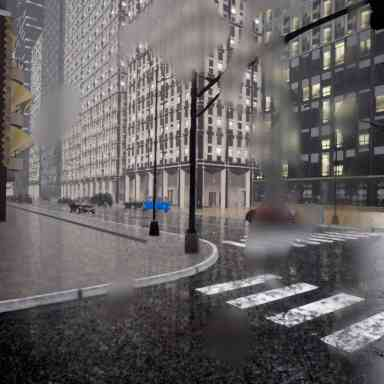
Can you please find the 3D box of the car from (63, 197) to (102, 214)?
[{"bbox_3d":[-10.904,1.427,32.890,2.008,1.369,4.403,1,-1,-35],"label":"car"}]

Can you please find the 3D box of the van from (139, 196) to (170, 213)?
[{"bbox_3d":[-4.069,1.382,37.743,1.690,1.788,3.998,1,-1,-35],"label":"van"}]

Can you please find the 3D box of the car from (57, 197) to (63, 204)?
[{"bbox_3d":[-22.599,1.522,59.346,1.994,1.385,4.181,1,-1,-35],"label":"car"}]

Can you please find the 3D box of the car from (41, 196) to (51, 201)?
[{"bbox_3d":[-36.780,1.571,83.794,1.802,1.307,4.206,1,-1,-35],"label":"car"}]

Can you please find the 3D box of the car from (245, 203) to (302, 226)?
[{"bbox_3d":[5.742,1.505,23.926,1.967,1.590,4.097,1,-1,-35],"label":"car"}]

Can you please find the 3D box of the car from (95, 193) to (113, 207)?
[{"bbox_3d":[-14.490,1.255,53.140,2.150,2.045,5.566,1,-1,-35],"label":"car"}]

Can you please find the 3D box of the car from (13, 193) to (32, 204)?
[{"bbox_3d":[-30.524,1.155,60.524,2.192,1.841,5.009,1,-1,-35],"label":"car"}]

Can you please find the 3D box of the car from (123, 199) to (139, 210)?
[{"bbox_3d":[-7.343,1.584,42.347,2.008,1.369,4.403,1,-1,-35],"label":"car"}]

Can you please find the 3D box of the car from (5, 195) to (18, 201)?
[{"bbox_3d":[-40.339,1.378,74.338,2.008,1.369,4.403,1,-1,-35],"label":"car"}]

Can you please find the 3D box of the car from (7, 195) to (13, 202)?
[{"bbox_3d":[-37.069,1.397,69.733,1.947,1.339,4.313,1,-1,-35],"label":"car"}]

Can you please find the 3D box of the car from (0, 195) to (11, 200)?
[{"bbox_3d":[-46.784,1.366,83.412,1.752,1.417,4.829,1,-1,-35],"label":"car"}]

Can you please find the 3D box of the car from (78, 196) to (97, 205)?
[{"bbox_3d":[-18.499,1.526,58.843,1.837,1.490,4.892,1,-1,-35],"label":"car"}]
